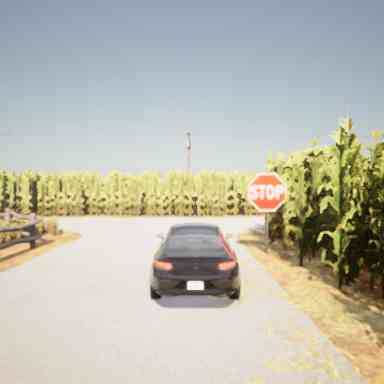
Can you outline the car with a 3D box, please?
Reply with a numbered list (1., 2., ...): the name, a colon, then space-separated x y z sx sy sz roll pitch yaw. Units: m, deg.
1. car: 0.071 1.471 8.174 1.812 1.442 4.674 0 0 0
